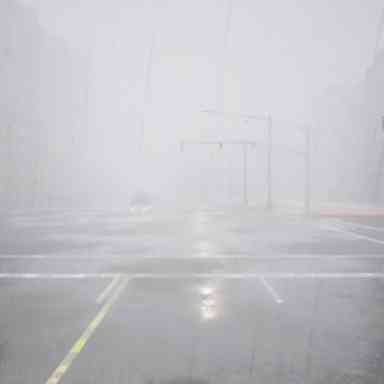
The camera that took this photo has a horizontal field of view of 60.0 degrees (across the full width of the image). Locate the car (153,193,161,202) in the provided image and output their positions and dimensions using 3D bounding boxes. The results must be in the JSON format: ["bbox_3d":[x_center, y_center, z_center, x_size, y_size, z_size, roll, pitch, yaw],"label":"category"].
[{"bbox_3d":[-6.996,0.900,61.263,2.097,1.767,4.553,0,0,1],"label":"car"}]

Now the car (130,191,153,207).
[{"bbox_3d":[-7.060,0.882,45.777,2.150,2.045,5.566,0,0,-1],"label":"car"}]
